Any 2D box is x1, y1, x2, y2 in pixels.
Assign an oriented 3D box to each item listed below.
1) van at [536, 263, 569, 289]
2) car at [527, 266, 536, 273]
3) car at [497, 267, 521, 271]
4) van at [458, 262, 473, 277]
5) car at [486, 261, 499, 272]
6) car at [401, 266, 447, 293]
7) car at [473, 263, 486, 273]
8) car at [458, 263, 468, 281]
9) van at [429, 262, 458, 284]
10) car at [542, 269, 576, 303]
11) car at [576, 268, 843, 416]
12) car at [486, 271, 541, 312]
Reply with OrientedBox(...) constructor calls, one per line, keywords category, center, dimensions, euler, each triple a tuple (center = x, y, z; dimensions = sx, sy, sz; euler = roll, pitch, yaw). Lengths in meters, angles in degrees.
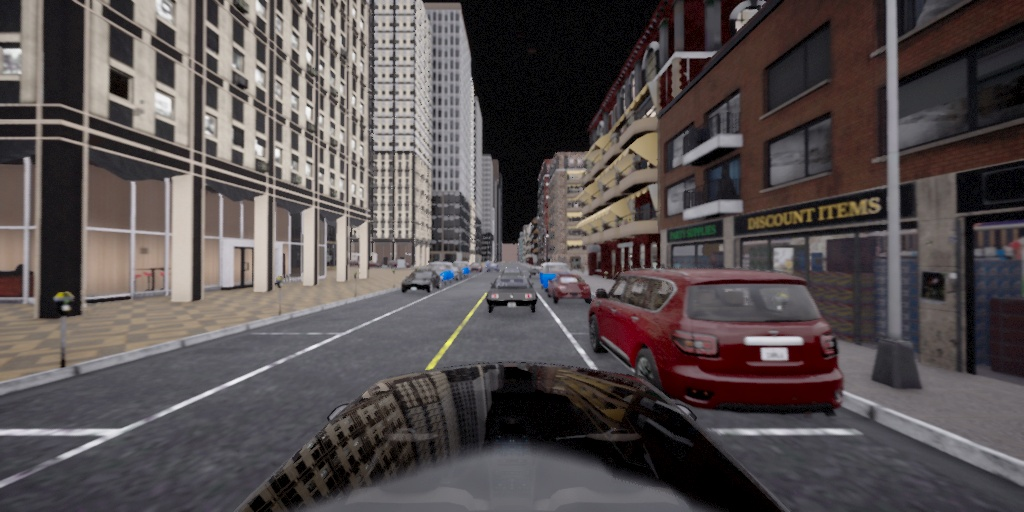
OrientedBox(category="van", center=(2.676, 1.320, 22.994), dimensions=(1.690, 1.789, 3.998), euler=(0, 0, 0))
OrientedBox(category="car", center=(2.664, 1.717, 39.938), dimensions=(2.007, 1.370, 4.403), euler=(0, 0, 0))
OrientedBox(category="car", center=(-0.003, 1.658, 30.080), dimensions=(1.895, 1.301, 4.718), euler=(0, -1, 0))
OrientedBox(category="van", center=(-5.716, 1.506, 39.933), dimensions=(1.690, 1.789, 3.998), euler=(0, 0, 0))
OrientedBox(category="car", center=(-3.062, 1.894, 57.998), dimensions=(1.812, 1.442, 4.674), euler=(0, -1, 0))
OrientedBox(category="car", center=(-5.705, 1.544, 22.988), dimensions=(1.948, 1.339, 4.313), euler=(0, 0, 0))
OrientedBox(category="car", center=(-5.728, 1.796, 56.878), dimensions=(1.967, 1.591, 4.097), euler=(0, 0, 0))
OrientedBox(category="car", center=(-5.713, 1.653, 34.285), dimensions=(2.007, 1.370, 4.403), euler=(0, 0, 0))
OrientedBox(category="van", center=(-5.709, 1.381, 28.637), dimensions=(1.690, 1.789, 3.998), euler=(0, 0, 0))
OrientedBox(category="car", center=(2.679, 1.500, 17.346), dimensions=(1.802, 1.307, 4.207), euler=(0, 0, 0))
OrientedBox(category="car", center=(2.687, 1.111, 6.049), dimensions=(2.192, 1.841, 5.009), euler=(0, 0, 0))
OrientedBox(category="car", center=(0.007, 1.494, 15.083), dimensions=(1.895, 1.301, 4.718), euler=(0, -1, 0))
